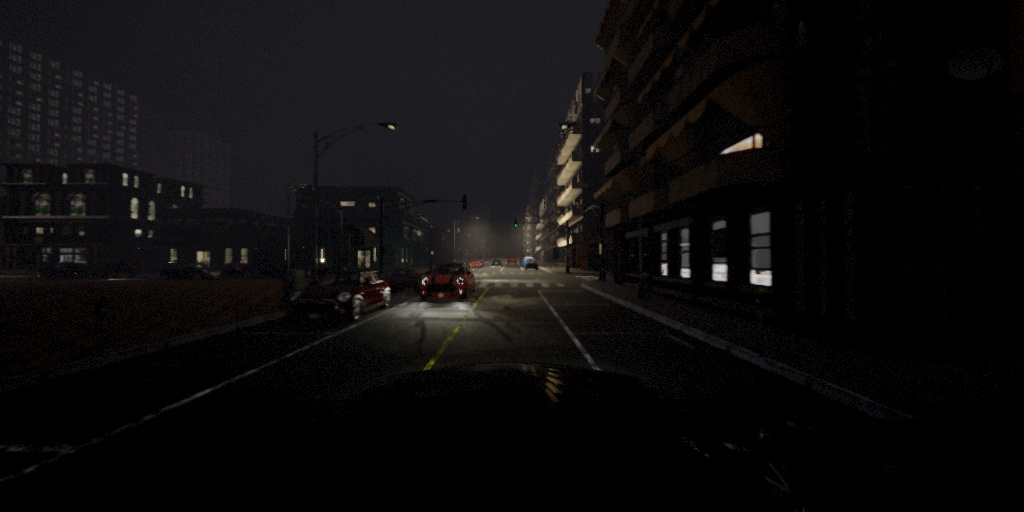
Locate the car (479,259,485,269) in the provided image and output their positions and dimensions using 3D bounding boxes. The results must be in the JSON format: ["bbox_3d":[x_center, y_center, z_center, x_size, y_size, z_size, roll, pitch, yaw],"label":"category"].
[{"bbox_3d":[-5.686,1.300,55.926,1.802,1.307,4.207,0,0,0],"label":"car"}]

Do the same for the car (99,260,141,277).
[{"bbox_3d":[-42.907,1.312,38.445,5.009,1.841,2.192,0,0,1],"label":"car"}]

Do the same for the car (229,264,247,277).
[{"bbox_3d":[-30.673,1.521,38.321,4.207,1.307,1.802,0,0,1],"label":"car"}]

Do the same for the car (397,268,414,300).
[{"bbox_3d":[-5.656,1.293,17.861,1.888,1.381,4.507,0,0,0],"label":"car"}]

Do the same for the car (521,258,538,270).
[{"bbox_3d":[2.695,1.274,50.381,2.007,1.370,4.403,0,0,0],"label":"car"}]

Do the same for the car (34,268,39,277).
[{"bbox_3d":[-48.458,1.464,38.488,4.097,1.591,1.967,0,0,1],"label":"car"}]

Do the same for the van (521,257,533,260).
[{"bbox_3d":[2.695,1.058,55.960,1.690,1.789,3.998,0,0,0],"label":"van"}]

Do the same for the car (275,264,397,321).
[{"bbox_3d":[-5.657,1.189,12.215,1.967,1.591,4.097,0,0,0],"label":"car"}]

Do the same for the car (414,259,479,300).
[{"bbox_3d":[-3.034,1.100,17.663,2.097,1.767,4.553,0,0,1],"label":"car"}]

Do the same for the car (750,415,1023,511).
[{"bbox_3d":[2.690,1.316,0.956,1.948,1.339,4.313,0,0,0],"label":"car"}]

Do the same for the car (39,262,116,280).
[{"bbox_3d":[-39.335,1.461,32.561,4.181,1.385,1.994,0,-1,1],"label":"car"}]

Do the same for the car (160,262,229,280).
[{"bbox_3d":[-26.372,1.236,29.623,4.097,1.591,1.967,0,0,1],"label":"car"}]

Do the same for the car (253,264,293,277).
[{"bbox_3d":[-25.194,1.479,38.245,4.313,1.339,1.948,0,0,1],"label":"car"}]
